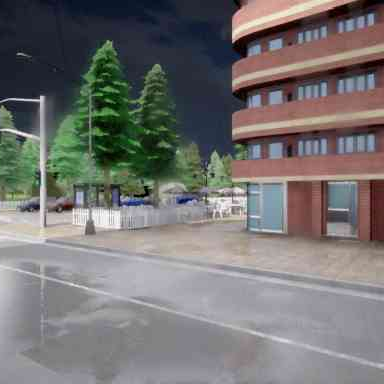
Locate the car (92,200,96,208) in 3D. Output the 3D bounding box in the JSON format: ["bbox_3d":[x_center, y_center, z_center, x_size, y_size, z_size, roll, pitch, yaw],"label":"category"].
[{"bbox_3d":[-12.095,1.508,44.222,1.994,1.385,4.181,0,0,35],"label":"car"}]

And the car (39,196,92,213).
[{"bbox_3d":[-13.645,1.296,36.113,2.097,1.767,4.553,0,0,36],"label":"car"}]

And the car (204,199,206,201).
[{"bbox_3d":[0.474,1.508,57.901,4.181,1.385,1.994,0,0,-37],"label":"car"}]

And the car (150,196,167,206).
[{"bbox_3d":[-6.673,1.449,51.037,1.837,1.490,4.892,0,0,41],"label":"car"}]

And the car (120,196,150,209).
[{"bbox_3d":[-8.237,1.422,43.557,1.882,1.535,5.008,0,0,37],"label":"car"}]

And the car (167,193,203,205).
[{"bbox_3d":[-1.415,1.166,51.748,5.566,2.045,2.150,0,0,-44],"label":"car"}]

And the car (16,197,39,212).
[{"bbox_3d":[-17.130,1.296,37.251,2.097,1.767,4.553,0,0,35],"label":"car"}]
